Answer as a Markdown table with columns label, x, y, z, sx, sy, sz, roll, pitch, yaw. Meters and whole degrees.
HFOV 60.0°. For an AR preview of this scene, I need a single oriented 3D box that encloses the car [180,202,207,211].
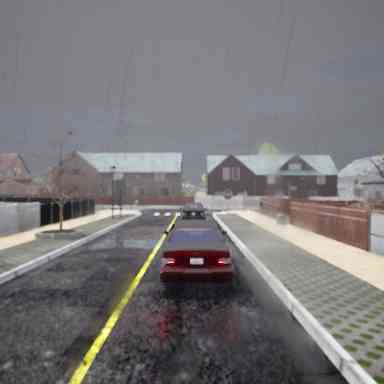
| label | x | y | z | sx | sy | sz | roll | pitch | yaw |
| --- | --- | --- | --- | --- | --- | --- | --- | --- | --- |
| car | 0.097 | 1.448 | 24.032 | 2.033 | 1.411 | 5.357 | 0 | 0 | 0 |

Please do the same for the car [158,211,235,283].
| label | x | y | z | sx | sy | sz | roll | pitch | yaw |
| --- | --- | --- | --- | --- | --- | --- | --- | --- | --- |
| car | 0.099 | 1.508 | 9.583 | 2.033 | 1.411 | 5.357 | 0 | 0 | 0 |
